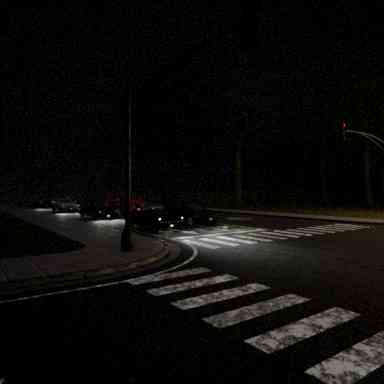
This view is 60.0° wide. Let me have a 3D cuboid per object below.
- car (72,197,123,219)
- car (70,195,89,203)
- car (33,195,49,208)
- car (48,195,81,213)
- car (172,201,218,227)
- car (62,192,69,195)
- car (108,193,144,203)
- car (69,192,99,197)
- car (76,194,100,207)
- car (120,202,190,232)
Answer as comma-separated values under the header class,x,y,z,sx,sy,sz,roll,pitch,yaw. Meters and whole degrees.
class,x,y,z,sx,sy,sz,roll,pitch,yaw
car,-8.056,1.454,28.027,2.033,1.411,5.357,0,0,-36
car,-21.607,1.294,63.660,2.128,1.511,4.902,0,0,-36
car,-19.635,1.202,44.067,2.097,1.767,4.553,0,0,-35
car,-13.677,1.402,35.786,1.812,1.442,4.674,0,0,-36
car,-0.245,1.409,22.788,1.882,1.535,5.008,0,0,-35
car,-21.442,1.037,57.716,2.150,2.045,5.566,0,0,-36
car,-6.206,1.117,31.010,2.150,2.045,5.566,0,0,-36
car,-12.493,1.085,39.689,2.150,2.045,5.566,0,0,-36
car,-15.631,1.186,49.794,2.097,1.767,4.553,0,0,-35
car,-2.397,1.542,20.214,1.895,1.301,4.718,0,0,-36
